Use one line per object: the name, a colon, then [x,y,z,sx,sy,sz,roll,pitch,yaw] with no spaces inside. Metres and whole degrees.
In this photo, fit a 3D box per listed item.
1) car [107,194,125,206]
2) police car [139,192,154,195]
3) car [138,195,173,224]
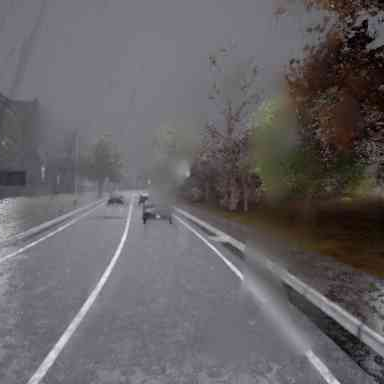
car: [-9.208,0.915,40.555,1.895,1.301,4.718,1,1,-10]
police car: [-5.646,0.762,41.631,1.930,1.638,5.238,1,1,-10]
car: [-2.380,1.200,22.227,2.128,1.511,4.902,1,1,-9]
